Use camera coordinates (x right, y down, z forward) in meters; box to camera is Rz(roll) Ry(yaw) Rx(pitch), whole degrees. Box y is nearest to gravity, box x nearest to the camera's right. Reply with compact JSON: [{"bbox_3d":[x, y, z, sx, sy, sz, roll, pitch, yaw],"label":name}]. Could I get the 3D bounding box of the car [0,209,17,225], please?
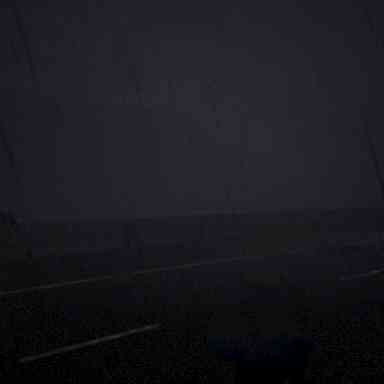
[{"bbox_3d":[-11.725,1.483,16.989,4.892,1.490,1.837,0,0,-35],"label":"car"}]
